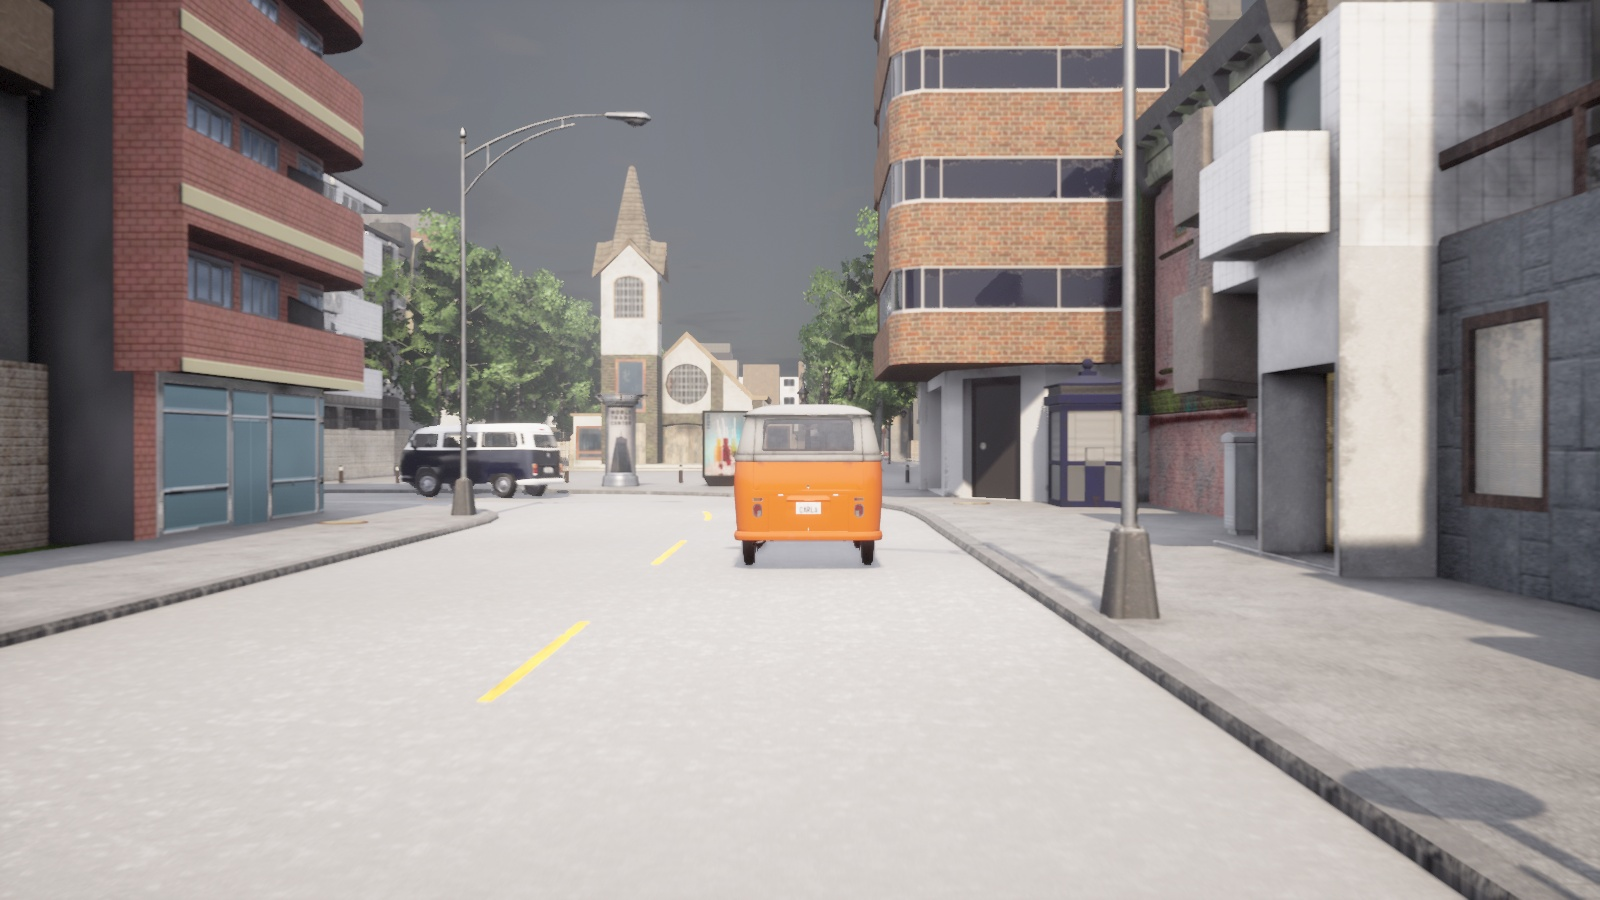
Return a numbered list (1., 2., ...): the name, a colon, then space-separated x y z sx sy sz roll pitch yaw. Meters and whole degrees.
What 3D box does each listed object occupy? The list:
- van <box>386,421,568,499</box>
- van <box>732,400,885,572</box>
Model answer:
1. van: -8.942 0.268 34.836 4.480 2.038 2.069 0 0 20
2. van: 0.108 0.405 16.764 1.775 1.987 4.442 0 0 0
